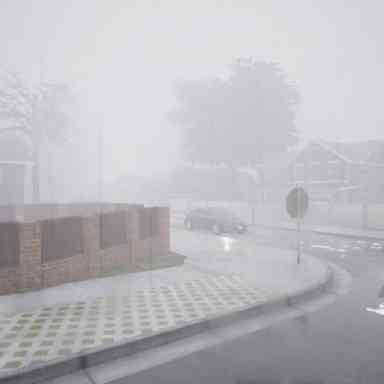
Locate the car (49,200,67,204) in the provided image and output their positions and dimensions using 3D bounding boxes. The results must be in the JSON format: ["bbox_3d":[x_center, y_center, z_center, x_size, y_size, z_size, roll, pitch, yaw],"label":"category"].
[{"bbox_3d":[-19.081,1.975,47.278,2.097,1.767,4.553,1,-2,-42],"label":"car"}]

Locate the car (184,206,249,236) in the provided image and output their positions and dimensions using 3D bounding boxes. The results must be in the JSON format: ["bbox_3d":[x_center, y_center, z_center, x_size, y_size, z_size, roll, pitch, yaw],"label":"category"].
[{"bbox_3d":[1.291,1.643,19.656,1.837,1.490,4.892,1,0,-32],"label":"car"}]
